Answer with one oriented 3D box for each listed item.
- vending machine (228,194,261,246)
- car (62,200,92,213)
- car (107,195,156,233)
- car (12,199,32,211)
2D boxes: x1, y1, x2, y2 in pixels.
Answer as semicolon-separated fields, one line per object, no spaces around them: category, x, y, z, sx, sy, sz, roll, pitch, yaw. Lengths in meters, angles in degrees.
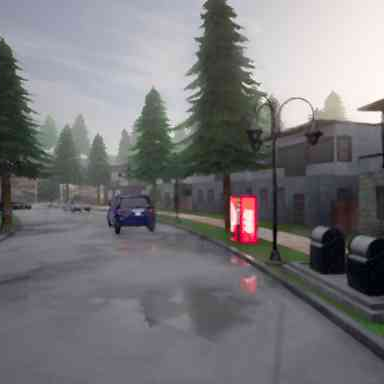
vending machine;2.174;1.128;13.958;1.100;2.100;0.880;0;0;-13
car;-12.549;1.534;35.977;1.895;1.301;4.718;0;0;-36
car;-3.635;1.169;19.463;2.150;2.045;5.566;0;1;-19
car;-21.016;1.530;40.303;1.994;1.385;4.181;-1;0;-44
